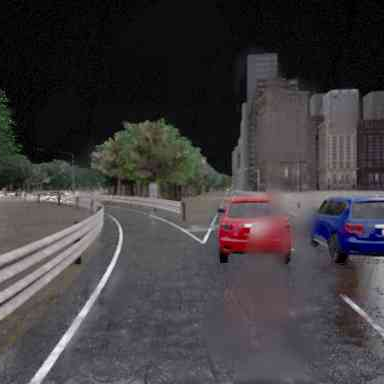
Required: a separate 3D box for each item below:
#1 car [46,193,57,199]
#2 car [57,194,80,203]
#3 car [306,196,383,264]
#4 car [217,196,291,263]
[{"bbox_3d":[-26.606,0.930,63.539,1.895,1.301,4.718,-1,1,-33],"label":"car"},{"bbox_3d":[-20.317,1.046,55.413,1.882,1.535,5.008,-1,1,-39],"label":"car"},{"bbox_3d":[5.578,1.155,11.587,2.150,2.045,5.566,0,0,7],"label":"car"},{"bbox_3d":[2.085,1.167,11.944,2.150,2.045,5.566,0,0,6],"label":"car"}]
